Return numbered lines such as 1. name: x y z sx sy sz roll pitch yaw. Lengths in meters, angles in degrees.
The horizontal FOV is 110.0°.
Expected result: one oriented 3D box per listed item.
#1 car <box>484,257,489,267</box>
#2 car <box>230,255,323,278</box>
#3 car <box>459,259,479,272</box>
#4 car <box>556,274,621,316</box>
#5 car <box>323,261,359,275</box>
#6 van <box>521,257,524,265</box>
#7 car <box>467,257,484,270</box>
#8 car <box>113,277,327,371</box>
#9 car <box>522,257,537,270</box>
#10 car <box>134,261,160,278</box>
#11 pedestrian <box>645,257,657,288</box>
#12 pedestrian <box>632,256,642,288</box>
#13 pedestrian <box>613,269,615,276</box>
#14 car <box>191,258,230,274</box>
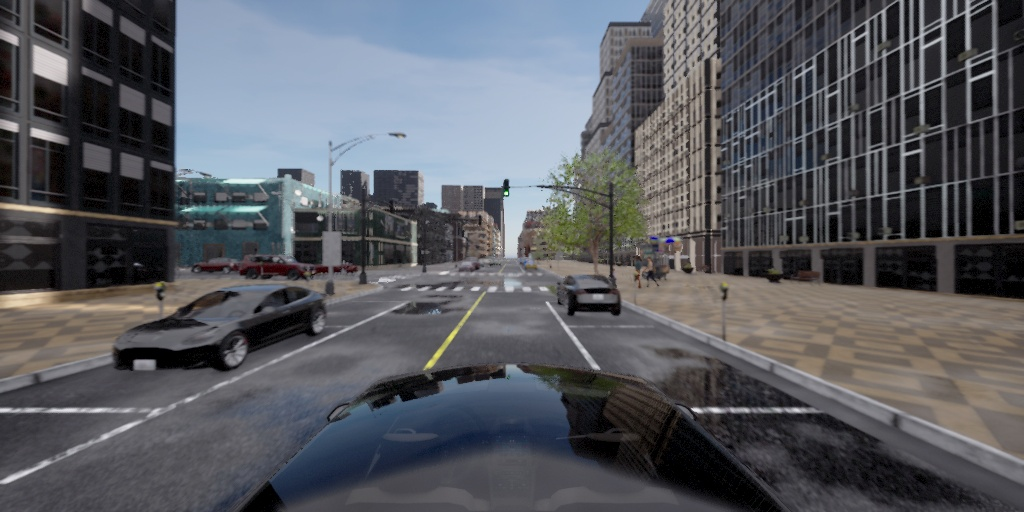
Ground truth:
1. car: -5.677 1.303 62.400 2.007 1.370 4.403 0 0 0
2. car: -17.154 0.851 26.361 5.009 1.841 2.192 0 0 -1
3. car: -5.680 1.333 45.747 1.802 1.307 4.207 0 0 0
4. car: 2.693 1.316 13.269 1.948 1.339 4.313 0 0 0
5. car: -17.270 1.122 34.740 4.507 1.381 1.888 0 0 -1
6. van: 2.702 1.092 56.850 1.690 1.789 3.998 0 0 0
7. car: -5.679 1.066 51.298 2.192 1.841 5.009 0 0 0
8. car: -5.688 1.316 7.731 1.948 1.339 4.313 0 0 0
9. car: 2.701 1.276 51.468 1.751 1.417 4.829 0 0 0
10. car: -28.245 0.982 26.208 4.207 1.307 1.802 0 0 -1
11. pedestrian: 8.034 0.915 20.839 0.375 1.860 0.375 0 0 0
12. pedestrian: 7.109 0.899 20.240 0.375 1.860 0.375 0 0 0
13. pedestrian: 6.102 1.271 21.438 0.500 1.100 0.500 0 0 0
14. car: -28.362 0.880 34.587 4.097 1.591 1.967 0 0 -1
